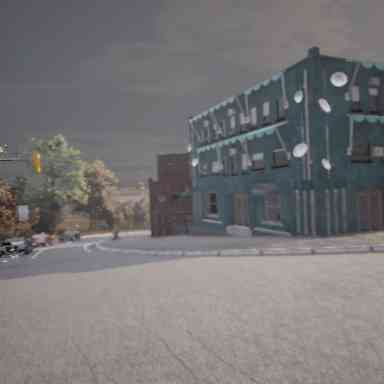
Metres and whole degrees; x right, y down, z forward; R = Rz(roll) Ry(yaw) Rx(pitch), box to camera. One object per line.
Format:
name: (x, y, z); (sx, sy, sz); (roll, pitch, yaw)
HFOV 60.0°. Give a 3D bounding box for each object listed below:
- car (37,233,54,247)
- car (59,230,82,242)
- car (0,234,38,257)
car: (-16.224, 5.181, 35.810); (1.812, 1.442, 4.674); (-3, -5, -10)
car: (-17.270, 6.237, 47.491); (1.837, 1.490, 4.892); (-3, -5, 0)
car: (-13.677, 4.219, 26.052); (1.994, 1.385, 4.181); (-3, -5, -19)
